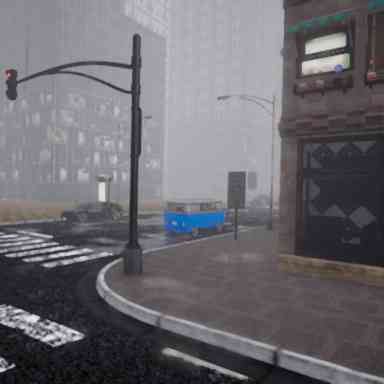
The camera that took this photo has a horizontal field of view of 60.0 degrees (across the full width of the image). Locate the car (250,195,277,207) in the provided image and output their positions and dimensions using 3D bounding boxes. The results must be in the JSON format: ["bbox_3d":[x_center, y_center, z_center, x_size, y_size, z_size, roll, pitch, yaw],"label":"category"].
[{"bbox_3d":[9.411,1.094,44.833,1.967,1.590,4.097,2,1,35],"label":"car"}]

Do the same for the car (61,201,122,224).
[{"bbox_3d":[-6.590,1.267,22.268,1.947,1.339,4.313,2,1,35],"label":"car"}]

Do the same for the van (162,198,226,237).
[{"bbox_3d":[0.250,1.261,17.418,1.690,1.788,3.998,2,1,35],"label":"van"}]

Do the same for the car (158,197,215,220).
[{"bbox_3d":[-0.308,1.232,26.647,1.882,1.535,5.008,2,1,35],"label":"car"}]

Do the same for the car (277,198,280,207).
[{"bbox_3d":[13.025,1.244,45.353,1.812,1.442,4.674,2,1,36],"label":"car"}]
